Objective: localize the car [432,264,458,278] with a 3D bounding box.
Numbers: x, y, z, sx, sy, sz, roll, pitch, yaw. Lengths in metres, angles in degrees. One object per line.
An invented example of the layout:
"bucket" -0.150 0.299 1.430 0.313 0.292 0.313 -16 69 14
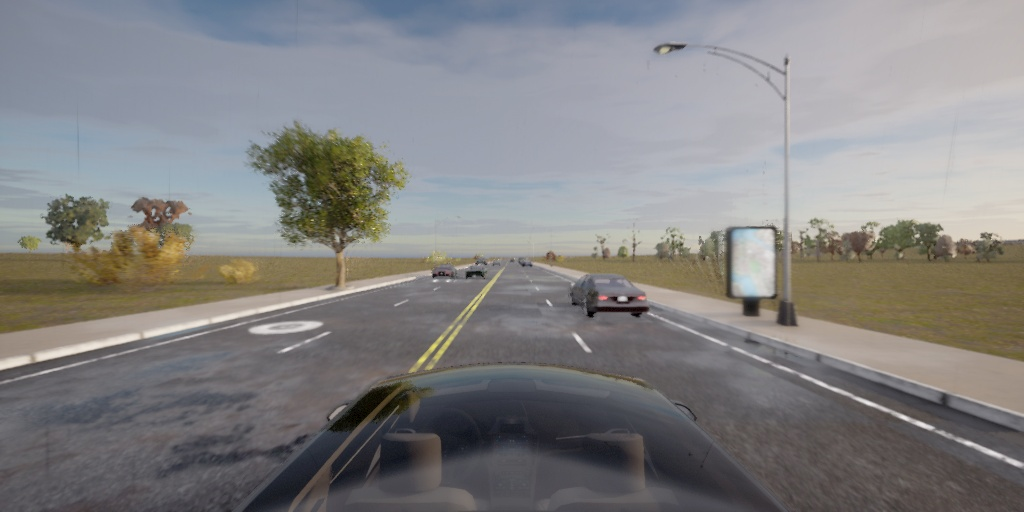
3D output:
"car" -6.578 1.477 35.439 1.994 1.385 4.181 0 0 0

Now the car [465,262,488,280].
"car" -3.334 1.507 34.196 1.895 1.301 4.718 0 0 0

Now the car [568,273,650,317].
"car" 3.352 1.354 13.377 2.033 1.411 5.357 0 0 0
